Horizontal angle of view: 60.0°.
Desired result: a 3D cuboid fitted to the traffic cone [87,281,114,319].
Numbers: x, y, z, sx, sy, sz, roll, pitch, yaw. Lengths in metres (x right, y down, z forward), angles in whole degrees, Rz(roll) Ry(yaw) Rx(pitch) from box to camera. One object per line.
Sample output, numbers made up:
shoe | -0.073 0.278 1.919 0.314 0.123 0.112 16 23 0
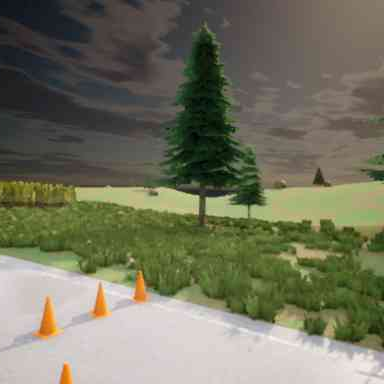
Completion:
traffic cone | -1.647 1.908 5.980 0.340 0.580 0.340 1 0 36

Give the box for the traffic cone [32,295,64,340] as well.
traffic cone | -2.236 1.907 5.172 0.340 0.580 0.340 1 0 36

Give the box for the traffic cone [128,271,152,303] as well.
traffic cone | -1.057 1.909 6.788 0.340 0.580 0.340 1 0 36

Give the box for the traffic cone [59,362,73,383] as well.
traffic cone | -1.210 1.928 3.186 0.340 0.580 0.340 1 0 36
